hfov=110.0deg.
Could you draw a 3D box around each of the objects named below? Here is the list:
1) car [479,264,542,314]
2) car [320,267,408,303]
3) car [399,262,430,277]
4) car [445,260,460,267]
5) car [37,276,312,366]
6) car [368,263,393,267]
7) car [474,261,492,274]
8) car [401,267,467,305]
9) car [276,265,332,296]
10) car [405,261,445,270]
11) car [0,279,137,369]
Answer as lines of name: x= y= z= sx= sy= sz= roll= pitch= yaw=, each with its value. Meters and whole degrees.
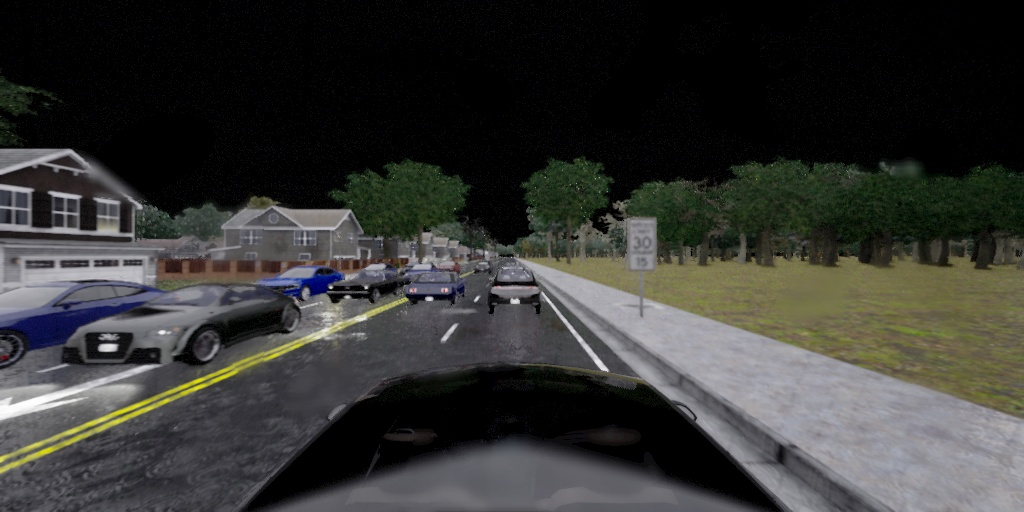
car: x=0.101 y=1.237 z=13.851 sx=2.128 sy=1.511 sz=4.902 roll=0 pitch=0 yaw=0
car: x=-6.593 y=1.345 z=16.603 sx=1.895 sy=1.301 sz=4.718 roll=0 pitch=0 yaw=0
car: x=-9.811 y=1.299 z=36.384 sx=1.994 sy=1.385 sz=4.181 roll=0 pitch=0 yaw=-1
car: x=-6.550 y=1.212 z=37.260 sx=1.882 sy=1.535 sz=5.008 roll=0 pitch=0 yaw=0
car: x=-6.597 y=1.312 z=7.851 sx=1.994 sy=1.385 sz=4.181 roll=0 pitch=0 yaw=0
car: x=-9.805 y=1.265 z=26.468 sx=1.812 sy=1.442 sz=4.674 roll=0 pitch=0 yaw=0
car: x=-3.223 y=1.259 z=41.182 sx=1.812 sy=1.442 sz=4.674 roll=0 pitch=0 yaw=1
car: x=-3.148 y=1.345 z=15.914 sx=1.895 sy=1.301 sz=4.718 roll=0 pitch=0 yaw=0
car: x=-9.842 y=1.221 z=17.177 sx=1.882 sy=1.535 sz=5.008 roll=0 pitch=0 yaw=0
car: x=-6.553 y=1.265 z=26.766 sx=1.812 sy=1.442 sz=4.674 roll=0 pitch=0 yaw=0
car: x=-9.830 y=1.273 z=7.835 sx=1.812 sy=1.442 sz=4.674 roll=0 pitch=0 yaw=0
